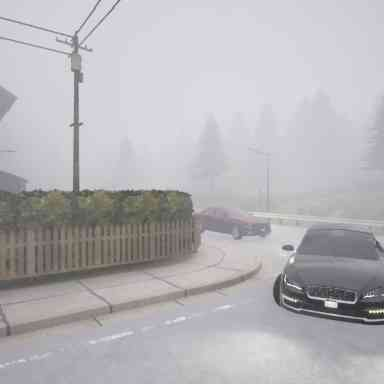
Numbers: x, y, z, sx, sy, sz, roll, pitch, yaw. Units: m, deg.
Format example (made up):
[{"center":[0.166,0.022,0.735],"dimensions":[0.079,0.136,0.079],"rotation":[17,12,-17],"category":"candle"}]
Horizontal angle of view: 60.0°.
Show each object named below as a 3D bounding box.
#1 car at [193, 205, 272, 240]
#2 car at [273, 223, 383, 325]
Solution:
[{"center":[1.957,1.478,17.501],"dimensions":[1.882,1.535,5.008],"rotation":[0,0,-33],"category":"car"},{"center":[3.254,1.505,7.365],"dimensions":[1.837,1.490,4.892],"rotation":[0,0,27],"category":"car"}]
